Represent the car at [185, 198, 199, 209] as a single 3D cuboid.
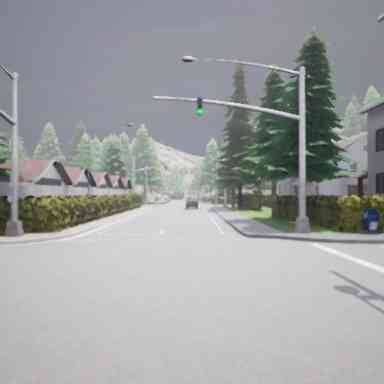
[{"bbox_3d":[0.010,1.724,48.886,1.837,1.490,4.892,0,0,0],"label":"car"}]
